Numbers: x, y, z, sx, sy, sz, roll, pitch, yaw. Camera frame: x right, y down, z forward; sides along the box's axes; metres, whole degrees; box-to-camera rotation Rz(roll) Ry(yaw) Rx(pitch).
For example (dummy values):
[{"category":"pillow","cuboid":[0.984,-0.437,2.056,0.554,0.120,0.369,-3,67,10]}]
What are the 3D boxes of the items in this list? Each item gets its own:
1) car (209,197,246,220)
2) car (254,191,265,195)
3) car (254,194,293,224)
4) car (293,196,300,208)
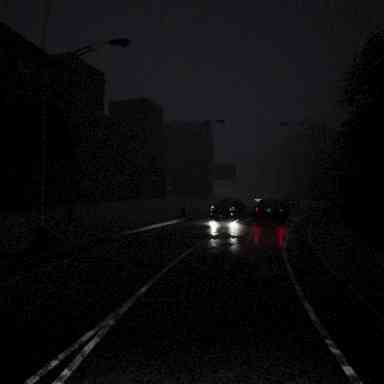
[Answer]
[{"category":"car","cuboid":[2.989,1.237,27.193,2.097,1.767,4.553,0,0,21]},{"category":"car","cuboid":[13.786,0.543,67.469,1.882,1.535,5.008,0,2,5]},{"category":"car","cuboid":[5.825,1.231,24.002,2.097,1.767,4.553,0,0,21]},{"category":"car","cuboid":[12.178,1.200,40.865,2.033,1.411,5.357,0,1,18]}]
